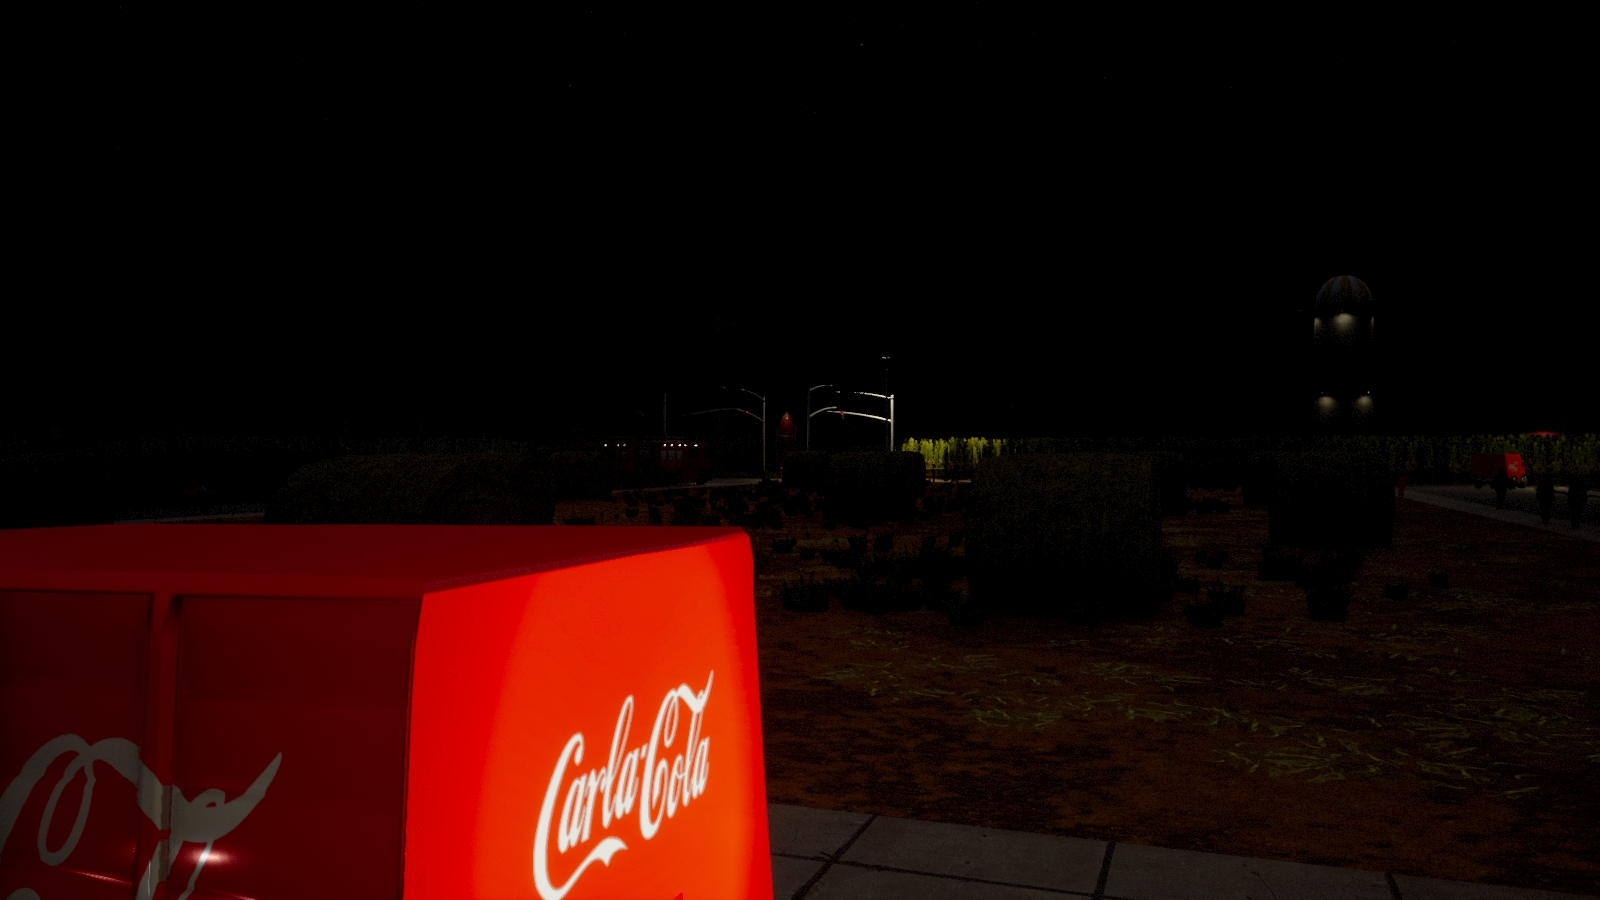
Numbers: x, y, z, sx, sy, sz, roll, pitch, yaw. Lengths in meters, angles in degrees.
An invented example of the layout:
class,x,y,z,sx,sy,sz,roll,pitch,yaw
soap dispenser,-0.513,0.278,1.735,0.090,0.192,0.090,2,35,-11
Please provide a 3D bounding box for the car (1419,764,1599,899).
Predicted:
class,x,y,z,sx,sy,sz,roll,pitch,yaw
car,3.793,1.904,1.951,4.553,1.767,2.097,0,0,20

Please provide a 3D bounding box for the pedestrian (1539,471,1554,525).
class,x,y,z,sx,sy,sz,roll,pitch,yaw
pedestrian,26.027,1.665,39.843,0.375,1.860,0.375,0,0,27

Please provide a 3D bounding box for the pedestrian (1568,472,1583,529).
class,x,y,z,sx,sy,sz,roll,pitch,yaw
pedestrian,25.727,1.665,37.887,0.375,1.860,0.375,0,0,29

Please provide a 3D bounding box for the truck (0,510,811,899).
class,x,y,z,sx,sy,sz,roll,pitch,yaw
truck,-2.855,1.549,4.342,5.204,2.467,2.627,-2,-1,20
